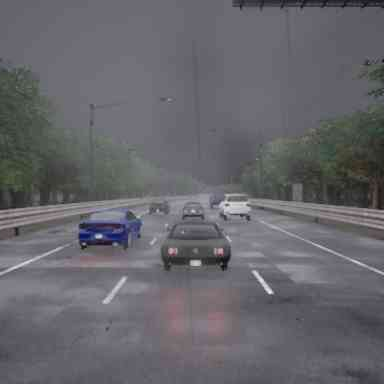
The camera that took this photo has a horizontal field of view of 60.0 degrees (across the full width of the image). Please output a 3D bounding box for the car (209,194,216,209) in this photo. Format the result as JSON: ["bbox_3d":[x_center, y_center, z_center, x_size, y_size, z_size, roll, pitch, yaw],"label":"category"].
[{"bbox_3d":[3.766,1.241,47.771,2.150,2.045,5.566,0,0,1],"label":"car"}]

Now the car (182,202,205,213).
[{"bbox_3d":[0.118,1.561,28.326,2.033,1.411,5.357,0,0,0],"label":"car"}]

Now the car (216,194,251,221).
[{"bbox_3d":[3.510,1.175,27.900,2.150,2.045,5.566,0,0,0],"label":"car"}]

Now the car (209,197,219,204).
[{"bbox_3d":[4.499,1.718,69.513,2.033,1.411,5.357,0,0,3],"label":"car"}]

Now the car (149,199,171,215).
[{"bbox_3d":[-3.328,1.537,35.017,1.837,1.490,4.892,0,0,1],"label":"car"}]

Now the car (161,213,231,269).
[{"bbox_3d":[0.103,1.594,11.035,1.895,1.301,4.718,0,0,0],"label":"car"}]

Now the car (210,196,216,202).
[{"bbox_3d":[6.039,1.935,95.263,1.837,1.490,4.892,0,-1,4],"label":"car"}]

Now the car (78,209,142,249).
[{"bbox_3d":[-3.398,1.472,14.616,1.882,1.535,5.008,0,0,0],"label":"car"}]
